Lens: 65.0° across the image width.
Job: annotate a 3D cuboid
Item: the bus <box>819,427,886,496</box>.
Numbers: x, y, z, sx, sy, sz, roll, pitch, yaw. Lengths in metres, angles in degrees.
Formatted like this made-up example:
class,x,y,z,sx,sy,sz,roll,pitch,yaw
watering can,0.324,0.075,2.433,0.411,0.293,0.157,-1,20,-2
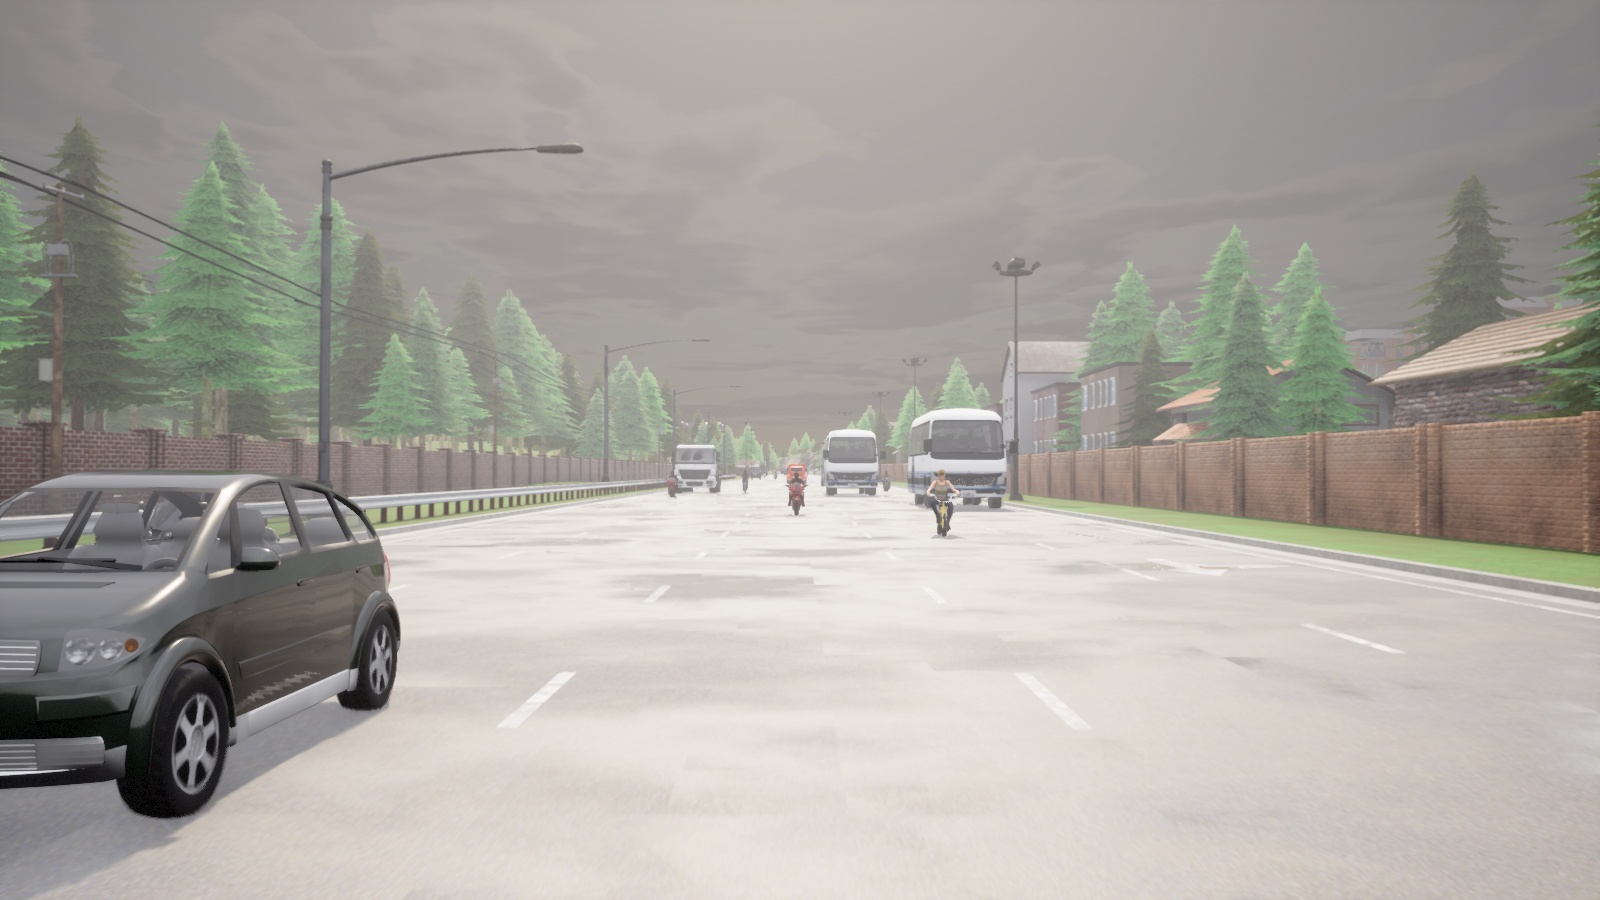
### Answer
class,x,y,z,sx,sy,sz,roll,pitch,yaw
bus,3.289,0.809,82.696,3.944,4.253,10.273,0,-1,0

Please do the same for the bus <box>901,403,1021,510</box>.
class,x,y,z,sx,sy,sz,roll,pitch,yaw
bus,6.857,0.338,55.434,3.944,4.253,10.273,0,-1,0

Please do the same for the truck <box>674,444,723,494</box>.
class,x,y,z,sx,sy,sz,roll,pitch,yaw
truck,-7.227,1.369,90.029,2.891,3.462,7.936,0,-1,0

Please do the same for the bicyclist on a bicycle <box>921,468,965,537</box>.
class,x,y,z,sx,sy,sz,roll,pitch,yaw
bicyclist on a bicycle,3.424,1.242,30.151,0.866,1.612,1.509,0,-1,0

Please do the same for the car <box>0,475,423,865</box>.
class,x,y,z,sx,sy,sz,roll,pitch,yaw
car,-3.517,0.923,6.901,1.789,1.549,3.705,0,-1,0

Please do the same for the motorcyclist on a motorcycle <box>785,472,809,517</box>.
class,x,y,z,sx,sy,sz,roll,pitch,yaw
motorcyclist on a motorcycle,-0.109,1.533,43.923,0.797,1.523,2.044,0,-1,0
